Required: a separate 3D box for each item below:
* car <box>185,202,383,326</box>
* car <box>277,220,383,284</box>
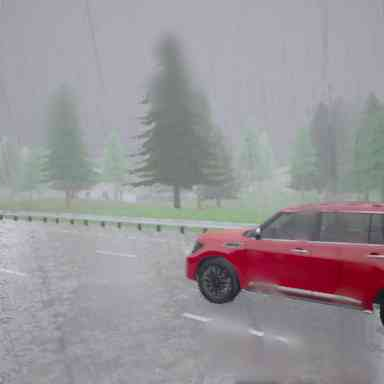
[{"bbox_3d":[2.508,1.207,6.429,5.566,2.045,2.150,0,0,36],"label":"car"},{"bbox_3d":[4.911,1.579,9.005,4.718,1.301,1.895,0,0,35],"label":"car"}]
